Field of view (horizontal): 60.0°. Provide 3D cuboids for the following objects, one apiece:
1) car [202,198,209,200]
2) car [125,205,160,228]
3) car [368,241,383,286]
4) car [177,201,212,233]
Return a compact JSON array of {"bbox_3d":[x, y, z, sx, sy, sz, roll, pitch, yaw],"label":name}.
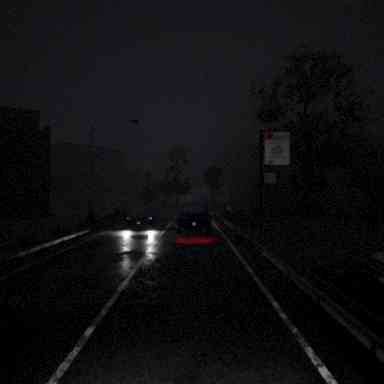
[{"bbox_3d":[0.546,1.728,35.838,1.837,1.490,4.892,0,-1,6],"label":"car"},{"bbox_3d":[-3.239,1.622,22.479,1.812,1.442,4.674,0,-1,0],"label":"car"},{"bbox_3d":[6.222,1.251,6.913,4.553,1.767,2.185,0,1,0],"label":"car"},{"bbox_3d":[0.109,1.497,19.635,1.882,1.535,5.008,0,0,0],"label":"car"}]
